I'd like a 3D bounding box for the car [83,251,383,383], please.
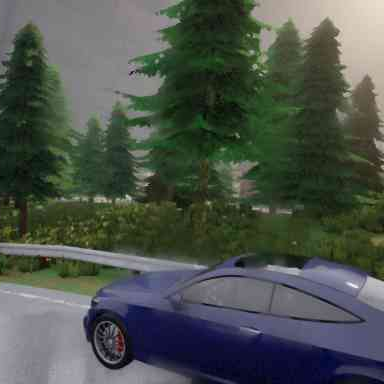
[{"bbox_3d":[0.761,1.499,4.094,4.674,1.442,1.812,1,1,31],"label":"car"}]
